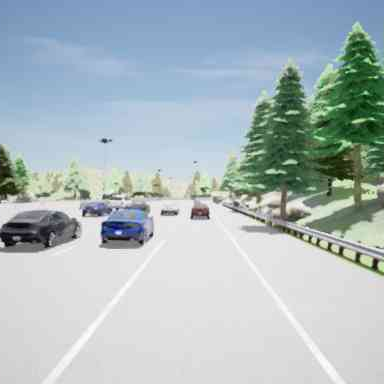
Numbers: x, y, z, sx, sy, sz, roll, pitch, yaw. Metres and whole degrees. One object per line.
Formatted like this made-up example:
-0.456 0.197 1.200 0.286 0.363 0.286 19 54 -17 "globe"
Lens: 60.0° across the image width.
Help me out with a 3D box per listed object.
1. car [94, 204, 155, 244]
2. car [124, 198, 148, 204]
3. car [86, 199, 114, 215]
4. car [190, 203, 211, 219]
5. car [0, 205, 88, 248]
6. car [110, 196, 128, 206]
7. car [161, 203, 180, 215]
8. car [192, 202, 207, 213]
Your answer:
-3.030 1.599 16.480 1.882 1.535 5.008 1 -1 1 "car"
-6.025 1.800 38.991 2.128 1.511 4.902 1 -1 2 "car"
-9.704 1.703 33.795 1.812 1.442 4.674 1 -1 1 "car"
0.849 1.866 33.711 1.882 1.535 5.008 1 0 2 "car"
-6.566 1.539 15.003 1.837 1.490 4.892 1 -1 1 "car"
-9.443 1.518 44.110 2.150 2.045 5.566 1 0 2 "car"
-2.515 1.984 39.358 1.895 1.301 4.718 1 -1 2 "car"
1.098 2.122 45.330 1.895 1.301 4.718 1 -1 2 "car"
